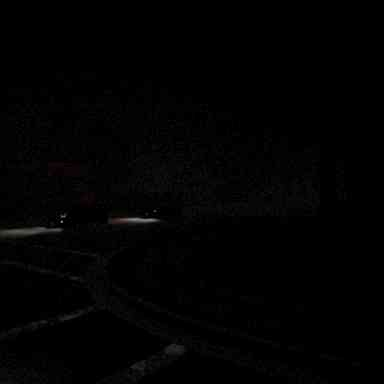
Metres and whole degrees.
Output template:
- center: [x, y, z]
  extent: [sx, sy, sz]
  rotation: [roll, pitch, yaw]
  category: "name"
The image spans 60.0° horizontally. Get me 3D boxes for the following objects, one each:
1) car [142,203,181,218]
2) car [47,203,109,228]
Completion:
- center: [-2.934, 1.808, 33.381]
  extent: [1.812, 1.442, 4.674]
  rotation: [-1, -1, 34]
  category: "car"
- center: [-8.525, 1.632, 25.109]
  extent: [2.097, 1.767, 4.553]
  rotation: [-1, -1, 34]
  category: "car"
